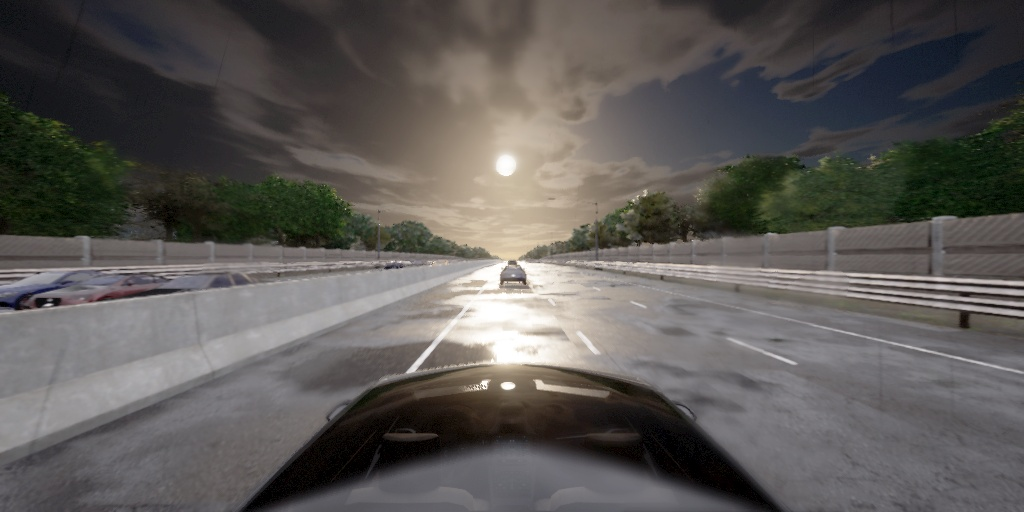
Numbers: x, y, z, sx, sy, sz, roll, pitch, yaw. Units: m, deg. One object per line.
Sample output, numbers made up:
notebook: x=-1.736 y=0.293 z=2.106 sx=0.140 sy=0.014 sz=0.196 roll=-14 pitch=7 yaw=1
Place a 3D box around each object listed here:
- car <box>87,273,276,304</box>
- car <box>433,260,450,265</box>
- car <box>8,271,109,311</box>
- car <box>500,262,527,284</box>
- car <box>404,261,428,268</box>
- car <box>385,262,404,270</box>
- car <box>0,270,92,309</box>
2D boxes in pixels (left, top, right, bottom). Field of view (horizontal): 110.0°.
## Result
car: x=-10.598 y=1.308 z=12.534 sx=2.033 sy=1.411 sz=5.357 roll=0 pitch=0 yaw=0
car: x=-10.547 y=1.367 z=53.587 sx=1.882 sy=1.535 sz=5.008 roll=0 pitch=0 yaw=1
car: x=-14.093 y=1.325 z=12.884 sx=1.994 sy=1.385 sz=4.181 roll=0 pitch=0 yaw=0
car: x=0.095 y=1.361 z=27.578 sx=1.994 sy=1.385 sz=4.181 roll=0 pitch=0 yaw=0
car: x=-14.041 y=1.440 z=54.116 sx=2.033 sy=1.411 sz=5.357 roll=0 pitch=0 yaw=1
car: x=-17.542 y=1.493 z=54.091 sx=1.895 sy=1.301 sz=4.718 roll=0 pitch=0 yaw=1
car: x=-17.592 y=1.289 z=14.007 sx=1.812 sy=1.442 sz=4.674 roll=0 pitch=0 yaw=0
